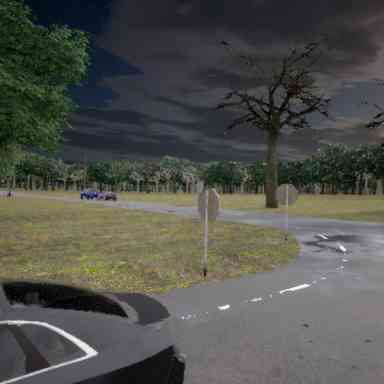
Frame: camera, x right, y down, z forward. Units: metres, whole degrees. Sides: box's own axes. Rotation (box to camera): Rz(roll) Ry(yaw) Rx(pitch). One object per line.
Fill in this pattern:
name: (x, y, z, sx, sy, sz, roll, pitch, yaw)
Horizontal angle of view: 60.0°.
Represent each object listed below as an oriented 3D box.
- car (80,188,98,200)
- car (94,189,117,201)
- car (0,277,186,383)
car: (-18.383, 0.353, 60.033, 2.150, 2.045, 5.566, 2, -1, -36)
car: (-13.674, 0.670, 53.560, 1.837, 1.490, 4.892, 2, -1, -35)
car: (-2.333, 1.510, 2.204, 4.892, 1.490, 1.837, 0, 0, -36)
